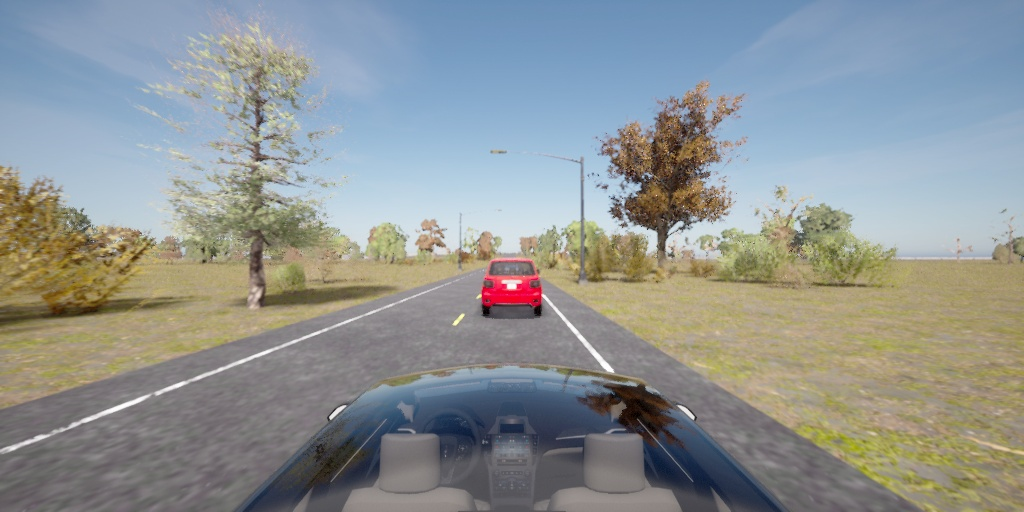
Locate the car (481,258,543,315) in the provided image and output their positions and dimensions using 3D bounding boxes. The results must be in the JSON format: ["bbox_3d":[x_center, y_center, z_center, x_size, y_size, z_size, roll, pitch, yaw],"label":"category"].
[{"bbox_3d":[0.002,1.103,14.431,2.150,2.045,5.566,0,0,0],"label":"car"}]
